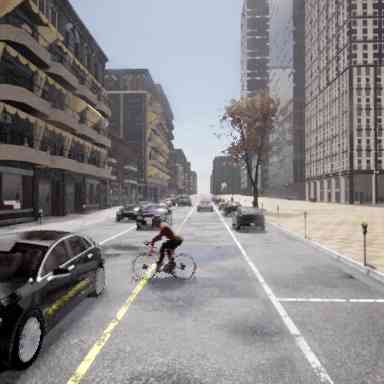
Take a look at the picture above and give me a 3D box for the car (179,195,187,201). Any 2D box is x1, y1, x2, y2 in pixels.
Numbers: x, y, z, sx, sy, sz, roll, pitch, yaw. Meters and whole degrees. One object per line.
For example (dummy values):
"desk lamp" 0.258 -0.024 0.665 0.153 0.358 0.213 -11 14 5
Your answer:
"car" -2.317 1.618 87.716 1.947 1.339 4.313 1 0 2

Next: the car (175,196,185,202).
"car" -2.751 1.588 76.585 1.887 1.381 4.507 1 0 2

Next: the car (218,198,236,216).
"car" 3.886 1.563 31.734 2.008 1.369 4.403 1 0 2

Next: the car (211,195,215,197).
"car" 2.021 1.571 50.743 2.033 1.411 5.357 0 0 3

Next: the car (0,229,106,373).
"car" -2.934 1.506 5.788 1.837 1.490 4.892 0 0 2

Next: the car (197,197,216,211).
"car" 1.627 1.618 40.570 1.895 1.301 4.718 0 0 2

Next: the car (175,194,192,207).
"car" -1.112 1.376 52.292 2.097 1.767 4.553 0 0 2

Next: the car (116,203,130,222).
"car" -4.705 1.576 26.497 1.947 1.339 4.313 1 0 2

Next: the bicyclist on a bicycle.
"bicyclist on a bicycle" -0.717 1.455 8.483 1.656 1.620 0.582 0 0 2

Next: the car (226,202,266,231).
"car" 3.452 1.558 20.603 2.008 1.369 4.403 1 0 2

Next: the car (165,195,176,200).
"car" -3.842 1.548 48.588 1.752 1.417 4.829 1 0 2

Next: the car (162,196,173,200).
"car" -4.054 1.585 43.193 1.947 1.339 4.313 1 0 2

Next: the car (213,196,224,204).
"car" 5.189 1.585 65.126 2.008 1.369 4.403 1 0 2

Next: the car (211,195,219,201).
"car" 6.059 1.493 87.389 1.967 1.590 4.097 1 0 2

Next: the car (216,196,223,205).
"car" 4.327 1.544 43.036 1.752 1.417 4.829 1 0 2

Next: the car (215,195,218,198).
"car" 4.972 1.581 59.562 2.008 1.369 4.403 1 0 2

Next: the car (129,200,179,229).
"car" -2.310 1.499 21.521 2.128 1.511 4.902 0 0 2

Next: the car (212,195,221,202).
"car" 5.624 1.483 76.257 1.967 1.590 4.097 1 0 2

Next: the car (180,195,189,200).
"car" -2.099 1.608 93.281 2.008 1.369 4.403 1 0 2

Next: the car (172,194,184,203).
"car" -2.964 1.354 71.019 2.192 1.841 5.009 1 0 2
